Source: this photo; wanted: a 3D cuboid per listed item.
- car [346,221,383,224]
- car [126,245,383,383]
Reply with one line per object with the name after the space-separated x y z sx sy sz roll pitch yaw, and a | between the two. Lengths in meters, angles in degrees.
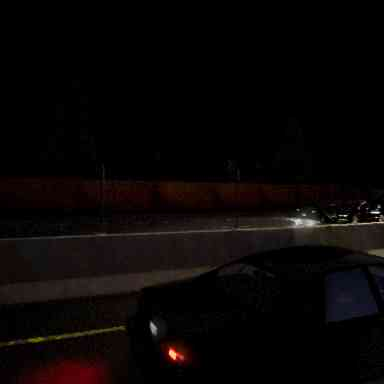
10.263 1.272 20.895 4.892 1.490 1.837 0 2 -32 | car
1.895 1.484 4.458 5.357 1.411 2.033 1 1 -23 | car
